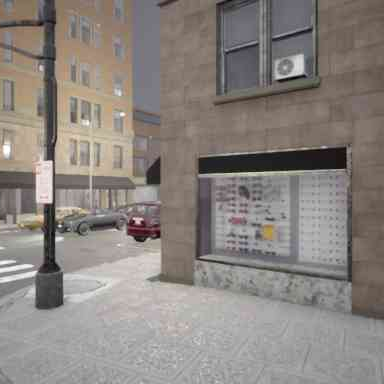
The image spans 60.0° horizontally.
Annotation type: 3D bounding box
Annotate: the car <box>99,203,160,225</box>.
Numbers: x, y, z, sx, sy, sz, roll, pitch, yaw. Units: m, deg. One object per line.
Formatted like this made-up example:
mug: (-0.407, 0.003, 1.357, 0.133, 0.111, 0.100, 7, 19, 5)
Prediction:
car: (-4.584, 1.546, 24.936, 1.947, 1.339, 4.313, 0, 0, 35)

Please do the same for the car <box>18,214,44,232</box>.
car: (-7.907, 1.517, 20.151, 1.752, 1.417, 4.829, 0, 0, 35)

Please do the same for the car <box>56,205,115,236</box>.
car: (-5.607, 1.555, 18.629, 1.994, 1.385, 4.181, 0, 0, 35)

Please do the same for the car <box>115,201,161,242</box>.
car: (-0.822, 1.305, 15.405, 2.192, 1.841, 5.009, 0, 0, 35)
